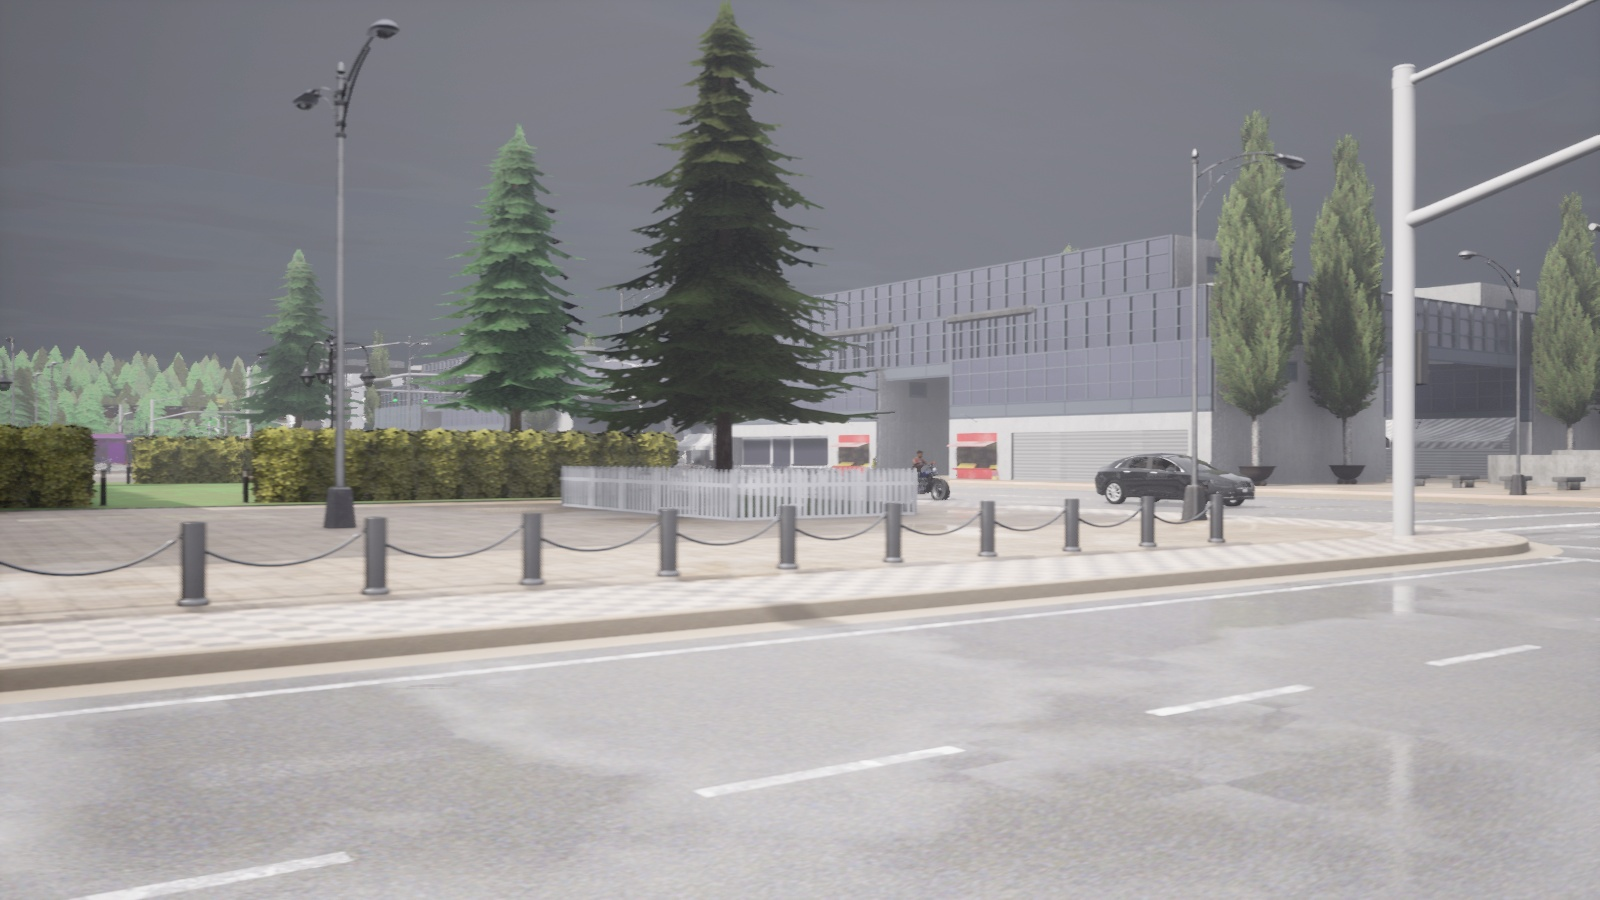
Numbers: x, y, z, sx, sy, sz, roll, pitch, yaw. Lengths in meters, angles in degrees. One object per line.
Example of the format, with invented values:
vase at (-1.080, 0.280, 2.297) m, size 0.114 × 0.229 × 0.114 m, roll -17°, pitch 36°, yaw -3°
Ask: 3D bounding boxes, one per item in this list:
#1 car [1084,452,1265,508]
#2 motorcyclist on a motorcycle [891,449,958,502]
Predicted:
car at (10.692, 0.816, 36.203) m, size 1.837 × 1.490 × 4.892 m, roll 0°, pitch 0°, yaw -35°
motorcyclist on a motorcycle at (3.927, 0.784, 39.789) m, size 0.766 × 1.649 × 2.350 m, roll 0°, pitch 0°, yaw -35°
